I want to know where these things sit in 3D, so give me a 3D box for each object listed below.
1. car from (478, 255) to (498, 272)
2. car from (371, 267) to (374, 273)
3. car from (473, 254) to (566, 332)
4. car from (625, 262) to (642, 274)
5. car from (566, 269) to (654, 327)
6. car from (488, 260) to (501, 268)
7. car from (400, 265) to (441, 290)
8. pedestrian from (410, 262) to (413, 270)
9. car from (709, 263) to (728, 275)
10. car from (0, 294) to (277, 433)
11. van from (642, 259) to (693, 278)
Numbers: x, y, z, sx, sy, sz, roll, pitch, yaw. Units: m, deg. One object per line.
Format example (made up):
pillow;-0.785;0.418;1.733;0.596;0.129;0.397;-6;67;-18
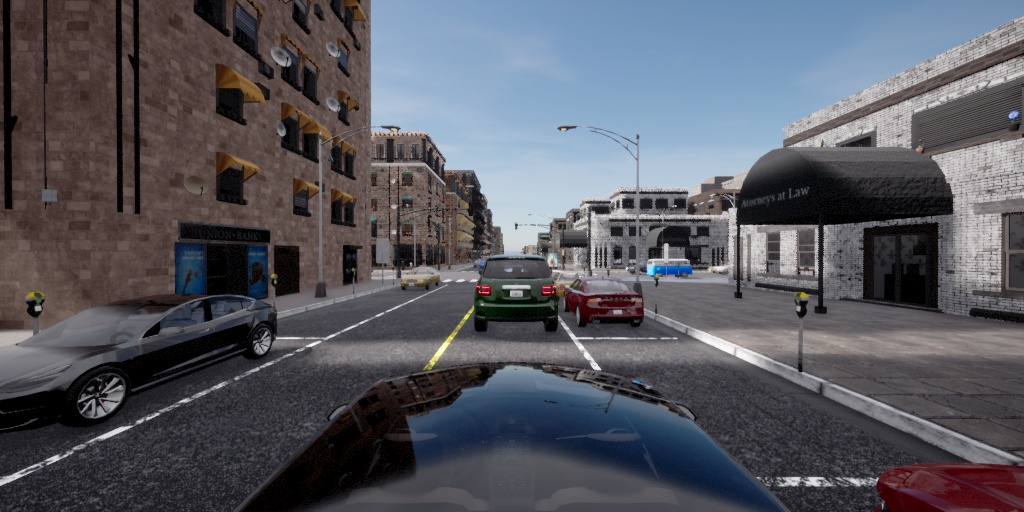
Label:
car;-3.040;0.976;46.288;2.150;2.045;5.566;0;-1;0
car;-16.436;1.346;35.912;4.718;1.301;1.895;0;0;0
car;0.109;0.972;11.042;2.150;2.045;5.566;0;0;0
car;14.975;1.279;39.317;4.902;1.511;2.128;0;0;-2
car;2.702;1.295;11.369;1.888;1.381;4.507;0;0;0
car;-2.993;1.352;62.418;1.994;1.385;4.181;0;0;0
car;-5.664;1.279;22.608;1.751;1.417;4.829;0;0;0
pedestrian;-12.574;1.215;44.671;0.500;1.100;0.500;0;0;0
car;24.817;1.414;39.367;4.718;1.301;1.895;0;0;0
car;-5.686;1.315;5.689;1.948;1.339;4.313;0;0;0
van;14.697;1.167;33.517;3.998;1.789;1.690;0;0;0
